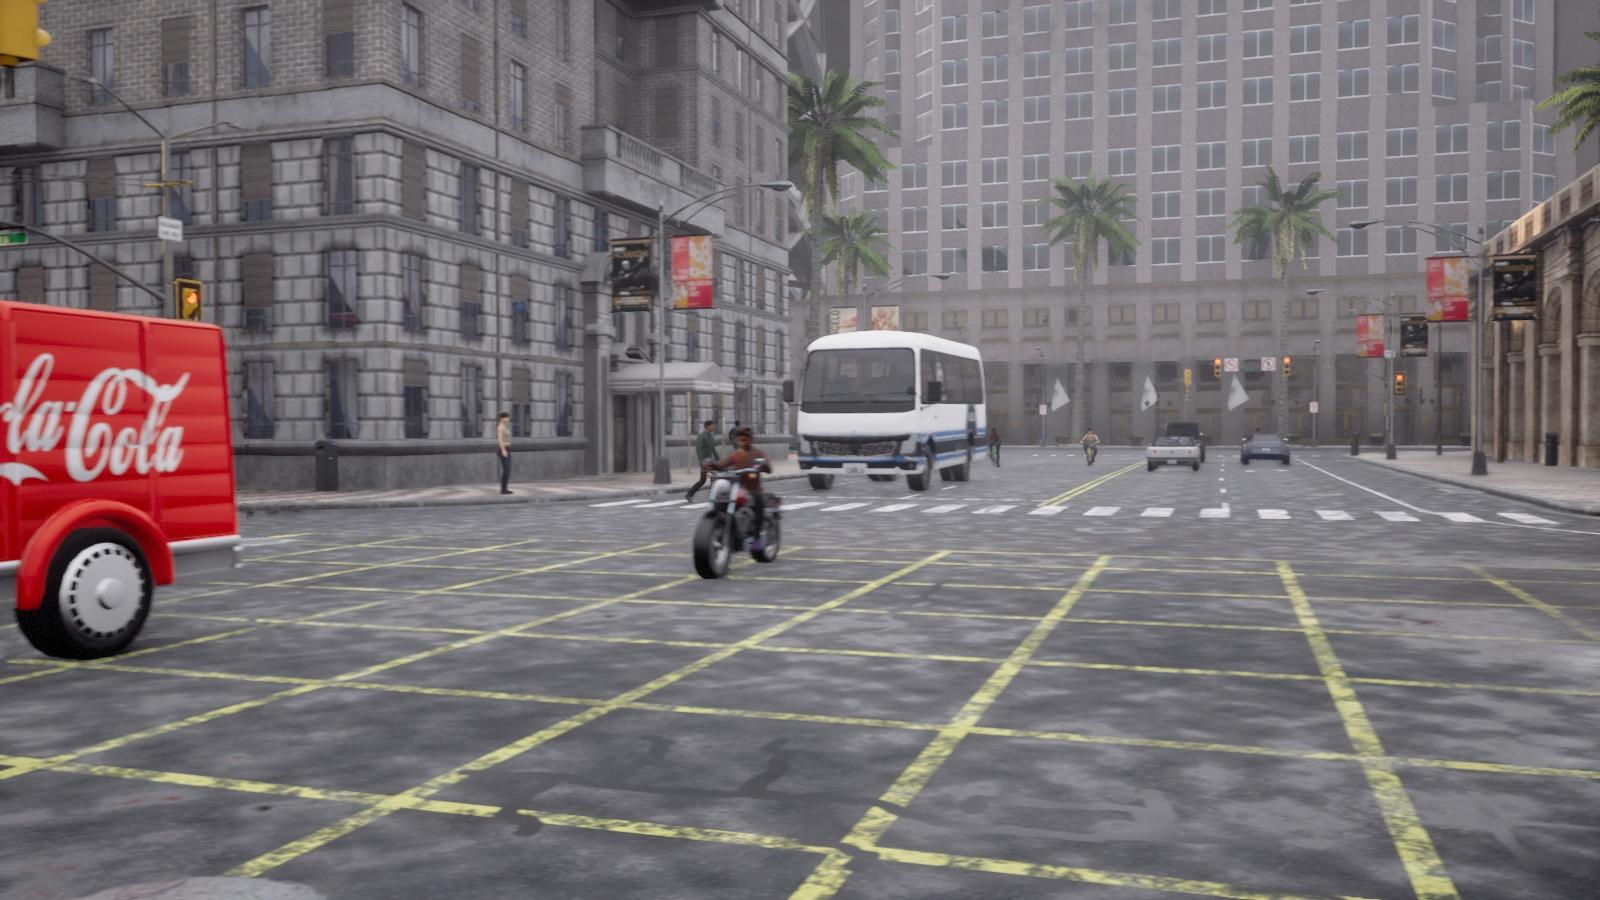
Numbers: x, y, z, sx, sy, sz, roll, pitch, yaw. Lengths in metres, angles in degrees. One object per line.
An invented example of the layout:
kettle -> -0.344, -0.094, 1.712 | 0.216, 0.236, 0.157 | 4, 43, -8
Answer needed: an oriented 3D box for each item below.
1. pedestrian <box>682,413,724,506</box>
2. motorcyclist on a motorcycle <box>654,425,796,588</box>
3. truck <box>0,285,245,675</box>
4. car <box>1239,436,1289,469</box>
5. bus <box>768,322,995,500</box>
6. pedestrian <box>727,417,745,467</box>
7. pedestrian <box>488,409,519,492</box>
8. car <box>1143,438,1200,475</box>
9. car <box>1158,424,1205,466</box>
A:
pedestrian -> -2.065, 0.192, 26.744 | 0.788, 1.949, 0.423 | 1, 1, 20
motorcyclist on a motorcycle -> -0.778, 0.550, 13.964 | 0.766, 1.649, 2.350 | 1, 1, 18
truck -> -6.467, 0.187, 7.887 | 2.627, 2.467, 5.204 | 1, 1, 18
car -> 20.686, 0.070, 56.085 | 1.994, 1.385, 4.181 | 1, 1, 19
bus -> 2.699, -1.111, 35.623 | 3.944, 4.253, 10.273 | 1, 2, 18
pedestrian -> -2.492, -0.309, 48.879 | 0.402, 1.930, 0.666 | 1, 1, 24
pedestrian -> -6.615, 0.010, 27.982 | 0.594, 1.836, 0.345 | 0, 1, 5
car -> 14.277, 0.210, 48.156 | 1.895, 1.301, 4.718 | 1, 1, 19
car -> 17.604, -0.240, 57.882 | 1.905, 1.878, 3.866 | 1, 1, 19
